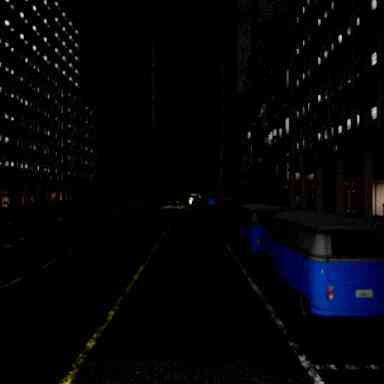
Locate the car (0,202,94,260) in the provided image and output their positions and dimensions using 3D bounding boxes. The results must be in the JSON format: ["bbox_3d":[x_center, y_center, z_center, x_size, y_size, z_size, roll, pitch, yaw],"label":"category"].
[{"bbox_3d":[-5.691,1.345,12.719,2.192,1.841,5.009,0,0,0],"label":"car"}]

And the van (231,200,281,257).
[{"bbox_3d":[2.690,1.371,12.717,1.690,1.788,3.998,0,0,0],"label":"van"}]

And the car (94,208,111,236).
[{"bbox_3d":[-5.690,1.594,18.387,2.008,1.369,4.403,0,0,0],"label":"car"}]

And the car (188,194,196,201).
[{"bbox_3d":[0.008,1.458,91.452,2.097,1.767,4.553,0,0,0],"label":"car"}]

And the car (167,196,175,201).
[{"bbox_3d":[-5.684,1.783,92.069,2.008,1.369,4.403,0,0,0],"label":"car"}]

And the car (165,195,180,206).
[{"bbox_3d":[-3.056,1.617,57.029,1.882,1.535,5.008,0,0,0],"label":"car"}]

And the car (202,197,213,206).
[{"bbox_3d":[2.693,1.668,58.229,1.752,1.417,4.829,0,0,0],"label":"car"}]

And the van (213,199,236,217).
[{"bbox_3d":[2.691,1.398,24.052,1.690,1.788,3.998,0,0,0],"label":"van"}]

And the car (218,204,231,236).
[{"bbox_3d":[2.691,1.588,18.384,1.887,1.381,4.507,0,0,0],"label":"car"}]

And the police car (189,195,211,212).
[{"bbox_3d":[0.903,1.522,40.235,1.930,1.638,5.238,0,0,0],"label":"police car"}]

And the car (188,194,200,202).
[{"bbox_3d":[0.665,1.361,56.235,2.150,2.045,5.566,0,0,4],"label":"car"}]

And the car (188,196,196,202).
[{"bbox_3d":[0.007,1.616,76.482,1.994,1.385,4.181,0,0,0],"label":"car"}]

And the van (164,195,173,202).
[{"bbox_3d":[-5.685,1.543,80.734,1.690,1.788,3.998,0,0,0],"label":"van"}]

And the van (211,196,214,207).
[{"bbox_3d":[2.692,1.469,52.392,1.690,1.788,3.998,0,0,0],"label":"van"}]

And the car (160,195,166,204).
[{"bbox_3d":[-5.686,1.697,69.227,1.752,1.417,4.829,0,0,0],"label":"car"}]

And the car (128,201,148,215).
[{"bbox_3d":[-5.689,1.609,35.220,1.752,1.417,4.829,0,0,0],"label":"car"}]

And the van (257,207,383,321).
[{"bbox_3d":[2.694,1.358,7.050,1.690,1.788,3.998,0,0,0],"label":"van"}]
